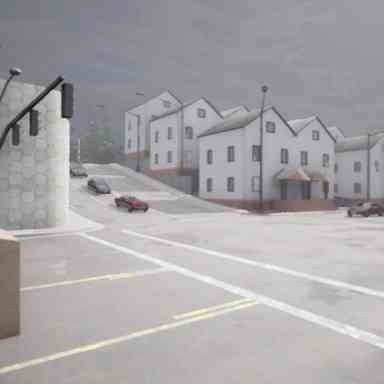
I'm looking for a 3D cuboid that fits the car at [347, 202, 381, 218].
[{"bbox_3d":[17.539,1.750,33.468,4.674,1.442,1.812,0,0,-35],"label":"car"}]

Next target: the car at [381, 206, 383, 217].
[{"bbox_3d":[19.987,1.733,30.896,4.892,1.490,1.837,0,0,-34],"label":"car"}]

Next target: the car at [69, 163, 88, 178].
[{"bbox_3d":[-16.622,-3.176,48.343,2.097,1.767,4.553,1,13,-34],"label":"car"}]

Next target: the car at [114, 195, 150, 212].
[{"bbox_3d":[-5.941,1.066,32.703,1.895,1.301,4.718,0,6,-35],"label":"car"}]

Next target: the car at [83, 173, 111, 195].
[{"bbox_3d":[-11.355,-0.756,40.602,1.837,1.490,4.892,0,13,-34],"label":"car"}]
